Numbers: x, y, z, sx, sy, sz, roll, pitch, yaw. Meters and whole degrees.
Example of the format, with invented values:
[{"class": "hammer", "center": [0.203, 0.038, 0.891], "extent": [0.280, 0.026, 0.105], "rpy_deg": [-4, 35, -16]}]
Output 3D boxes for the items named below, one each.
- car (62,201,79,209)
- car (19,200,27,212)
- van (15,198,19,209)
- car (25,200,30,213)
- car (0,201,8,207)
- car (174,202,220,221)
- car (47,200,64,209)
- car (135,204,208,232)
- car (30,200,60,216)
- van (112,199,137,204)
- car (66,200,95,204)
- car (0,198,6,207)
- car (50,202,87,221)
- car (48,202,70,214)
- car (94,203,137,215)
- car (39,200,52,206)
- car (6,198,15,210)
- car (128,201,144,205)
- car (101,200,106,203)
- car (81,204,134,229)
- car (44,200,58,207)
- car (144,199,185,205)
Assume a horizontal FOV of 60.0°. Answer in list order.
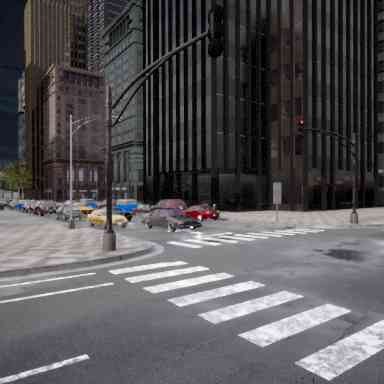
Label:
[{"class": "car", "center": [-22.762, 2.405, 62.199], "extent": [1.802, 1.307, 4.206], "rpy_deg": [-1, 0, -35]}, {"class": "car", "center": [-23.400, 2.155, 48.407], "extent": [1.967, 1.590, 4.097], "rpy_deg": [-1, 0, -35]}, {"class": "van", "center": [-26.239, 2.121, 52.385], "extent": [1.690, 1.788, 3.998], "rpy_deg": [-1, 0, -35]}, {"class": "car", "center": [-20.561, 2.195, 44.430], "extent": [1.887, 1.381, 4.507], "rpy_deg": [-1, 0, -35]}, {"class": "car", "center": [-44.502, 2.769, 77.998], "extent": [1.802, 1.307, 4.206], "rpy_deg": [-1, 0, -35]}, {"class": "car", "center": [0.573, 1.827, 29.484], "extent": [1.887, 1.381, 4.507], "rpy_deg": [-1, 0, -35]}, {"class": "car", "center": [-25.024, 2.314, 60.791], "extent": [1.882, 1.535, 5.008], "rpy_deg": [0, -1, -35]}, {"class": "car", "center": [-1.565, 1.793, 22.397], "extent": [2.033, 1.411, 5.357], "rpy_deg": [0, -1, -36]}, {"class": "car", "center": [-17.729, 1.899, 40.452], "extent": [2.192, 1.841, 5.009], "rpy_deg": [-1, 0, -35]}, {"class": "van", "center": [-8.279, 1.831, 41.919], "extent": [1.690, 1.788, 3.998], "rpy_deg": [-1, 0, -35]}, {"class": "car", "center": [-12.801, 1.987, 38.168], "extent": [1.882, 1.535, 5.008], "rpy_deg": [0, -1, -35]}, {"class": "car", "center": [-41.381, 2.665, 73.620], "extent": [1.887, 1.381, 4.507], "rpy_deg": [-1, 0, -35]}, {"class": "car", "center": [-12.049, 2.003, 32.496], "extent": [2.008, 1.369, 4.403], "rpy_deg": [-1, 0, -35]}, {"class": "car", "center": [-18.652, 2.171, 46.433], "extent": [1.812, 1.442, 4.674], "rpy_deg": [0, -1, -35]}, {"class": "car", "center": [-7.133, 1.978, 30.204], "extent": [1.895, 1.301, 4.718], "rpy_deg": [0, -1, -36]}, {"class": "car", "center": [-34.846, 2.658, 79.141], "extent": [1.947, 1.339, 4.313], "rpy_deg": [-1, 0, -35]}, {"class": "car", "center": [-32.015, 2.352, 60.486], "extent": [1.967, 1.590, 4.097], "rpy_deg": [-1, 0, -35]}, {"class": "car", "center": [-5.324, 2.003, 37.774], "extent": [1.802, 1.307, 4.206], "rpy_deg": [-1, 0, -35]}, {"class": "car", "center": [-11.228, 1.874, 46.064], "extent": [2.192, 1.841, 5.009], "rpy_deg": [-1, 0, -35]}, {"class": "car", "center": [-6.277, 1.842, 24.403], "extent": [1.752, 1.417, 4.829], "rpy_deg": [-1, 0, -35]}, {"class": "car", "center": [-31.824, 2.593, 74.905], "extent": [1.947, 1.339, 4.313], "rpy_deg": [-1, 0, -35]}, {"class": "car", "center": [-2.381, 1.667, 33.629], "extent": [2.192, 1.841, 5.009], "rpy_deg": [-1, 0, -35]}]
